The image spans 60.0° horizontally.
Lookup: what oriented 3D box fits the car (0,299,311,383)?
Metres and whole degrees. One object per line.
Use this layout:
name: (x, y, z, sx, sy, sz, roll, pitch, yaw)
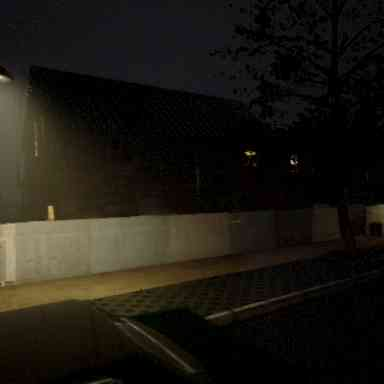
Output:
car: (-1.439, 1.601, 2.046, 4.718, 1.301, 1.895, 0, 0, -36)
